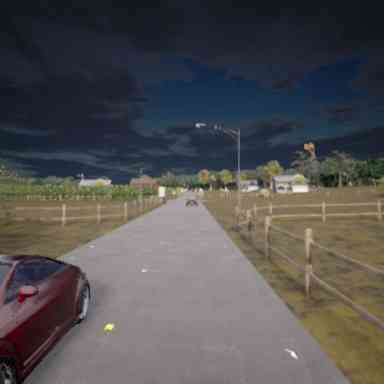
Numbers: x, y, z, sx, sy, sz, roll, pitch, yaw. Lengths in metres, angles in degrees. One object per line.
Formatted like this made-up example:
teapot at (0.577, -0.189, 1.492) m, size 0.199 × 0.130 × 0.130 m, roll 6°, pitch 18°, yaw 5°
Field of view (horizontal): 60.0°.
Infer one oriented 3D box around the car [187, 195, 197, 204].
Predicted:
car at (-0.024, 1.363, 62.600) m, size 1.882 × 1.535 × 5.008 m, roll 0°, pitch 0°, yaw 0°

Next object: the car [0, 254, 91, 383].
car at (-2.828, 1.574, 4.385) m, size 1.994 × 1.385 × 4.181 m, roll 0°, pitch 0°, yaw 0°

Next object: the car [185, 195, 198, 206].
car at (-0.019, 1.435, 52.519) m, size 1.812 × 1.442 × 4.674 m, roll 0°, pitch 0°, yaw 0°
